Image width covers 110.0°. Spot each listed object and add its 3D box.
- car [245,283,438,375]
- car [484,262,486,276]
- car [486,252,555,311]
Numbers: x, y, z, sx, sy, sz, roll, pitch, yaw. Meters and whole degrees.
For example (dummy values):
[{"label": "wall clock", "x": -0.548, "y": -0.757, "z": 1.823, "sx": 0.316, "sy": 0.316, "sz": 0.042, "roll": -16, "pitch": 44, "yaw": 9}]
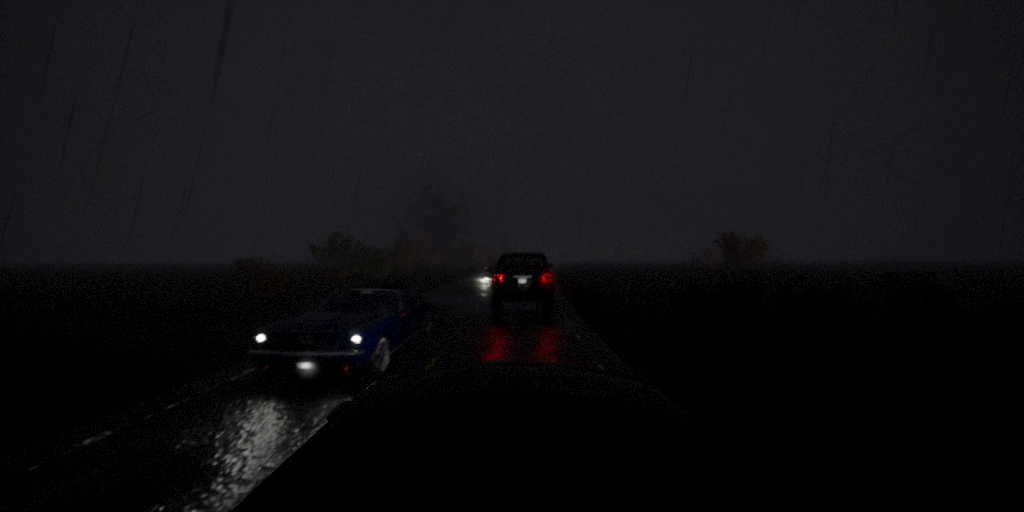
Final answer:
[{"label": "car", "x": -2.985, "y": 1.292, "z": 7.490, "sx": 1.895, "sy": 1.301, "sz": 4.718, "roll": 0, "pitch": 1, "yaw": 1}, {"label": "car", "x": -1.237, "y": 0.944, "z": 31.932, "sx": 1.882, "sy": 1.535, "sz": 5.008, "roll": 0, "pitch": 0, "yaw": 6}, {"label": "car", "x": 0.450, "y": 0.859, "z": 14.052, "sx": 2.150, "sy": 2.045, "sz": 5.566, "roll": 0, "pitch": 1, "yaw": 3}]
